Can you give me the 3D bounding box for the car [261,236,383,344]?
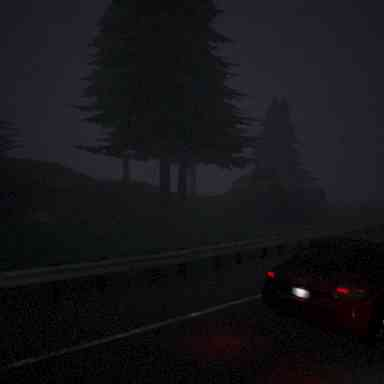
[{"bbox_3d":[3.292,1.572,6.545,4.181,1.385,1.994,0,0,-39],"label":"car"}]
